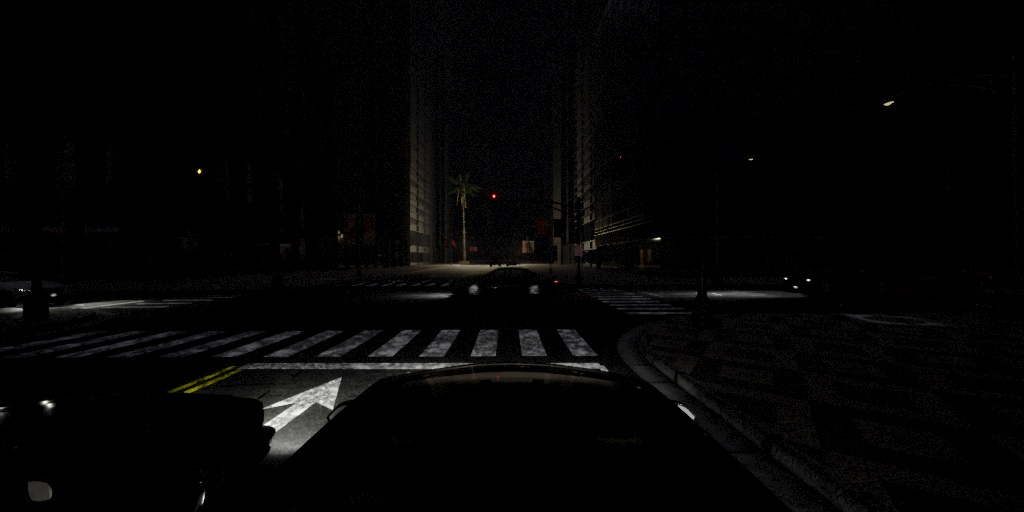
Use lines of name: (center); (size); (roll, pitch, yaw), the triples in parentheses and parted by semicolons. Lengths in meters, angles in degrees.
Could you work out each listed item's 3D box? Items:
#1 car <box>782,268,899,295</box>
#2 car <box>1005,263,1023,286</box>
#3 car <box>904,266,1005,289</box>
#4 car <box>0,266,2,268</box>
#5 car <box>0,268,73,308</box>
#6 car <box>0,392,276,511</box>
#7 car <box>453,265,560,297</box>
car: (17.062, 1.301, 18.814); (4.718, 1.301, 1.895); (0, 0, -1)
car: (32.059, 1.117, 21.832); (4.097, 1.591, 1.967); (0, 0, -1)
car: (26.421, 1.275, 21.732); (4.207, 1.307, 1.802); (0, 0, -1)
car: (-28.328, 1.237, 18.150); (4.553, 1.767, 2.097); (0, 0, 0)
car: (-21.382, 1.354, 14.938); (4.674, 1.442, 1.812); (0, 0, 1)
car: (-3.175, 1.297, 0.720); (2.033, 1.411, 5.357); (0, 0, 4)
car: (-0.258, 1.310, 18.470); (5.357, 1.411, 2.033); (0, 0, -1)
